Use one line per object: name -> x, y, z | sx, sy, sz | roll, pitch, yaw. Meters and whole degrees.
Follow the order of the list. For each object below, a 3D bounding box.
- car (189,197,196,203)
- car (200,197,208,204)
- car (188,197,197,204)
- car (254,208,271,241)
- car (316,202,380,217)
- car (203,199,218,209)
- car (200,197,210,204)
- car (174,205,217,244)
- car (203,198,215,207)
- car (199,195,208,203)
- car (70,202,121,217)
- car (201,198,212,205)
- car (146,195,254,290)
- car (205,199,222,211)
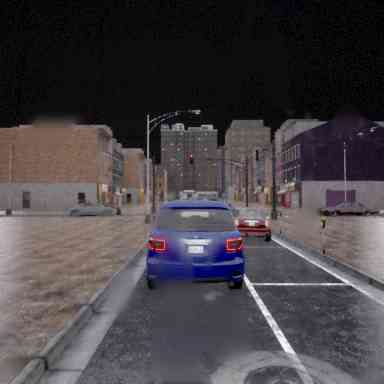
car -> 0.114, 1.969, 84.401 | 1.837, 1.490, 4.892 | 0, -1, 0
car -> 2.758, 1.910, 76.369 | 1.752, 1.417, 4.829 | 1, -1, 0
car -> 0.102, 1.888, 74.252 | 2.128, 1.511, 4.902 | 0, -1, 0
car -> 2.683, 1.462, 16.829 | 1.967, 1.590, 4.097 | 2, 0, 0
car -> 14.756, 1.621, 31.606 | 5.357, 1.411, 2.033 | 0, -2, 3
car -> 2.720, 1.717, 49.012 | 1.947, 1.339, 4.313 | 1, 0, 0
car -> 2.750, 1.857, 70.932 | 1.752, 1.417, 4.829 | 1, -1, 0
car -> 0.118, 1.499, 17.015 | 1.882, 1.535, 5.008 | 0, 0, -1
car -> 2.729, 1.715, 54.619 | 1.752, 1.417, 4.829 | 1, 0, 0
car -> 2.769, 1.754, 81.640 | 2.192, 1.841, 5.009 | 1, -1, 0
car -> -8.316, 1.572, 28.869 | 4.181, 1.385, 1.994 | 0, -2, 1
car -> 2.742, 1.845, 65.324 | 1.947, 1.339, 4.313 | 1, -1, 0
car -> 0.053, 1.230, 9.229 | 2.150, 2.045, 5.566 | 0, 0, -1
car -> 2.714, 1.683, 43.576 | 1.947, 1.339, 4.313 | 1, 0, 0
